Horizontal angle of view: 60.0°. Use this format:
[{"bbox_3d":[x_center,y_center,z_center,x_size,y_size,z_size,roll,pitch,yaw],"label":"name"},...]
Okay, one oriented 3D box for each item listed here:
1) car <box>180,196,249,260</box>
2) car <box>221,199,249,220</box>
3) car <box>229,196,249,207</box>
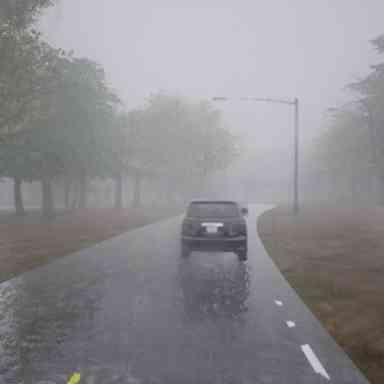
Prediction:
[{"bbox_3d":[0.934,1.205,12.596,2.150,2.045,5.566,0,0,7],"label":"car"},{"bbox_3d":[3.746,1.433,28.431,1.837,1.490,4.892,0,1,14],"label":"car"},{"bbox_3d":[7.219,1.344,50.417,2.128,1.511,4.902,0,0,18],"label":"car"}]
